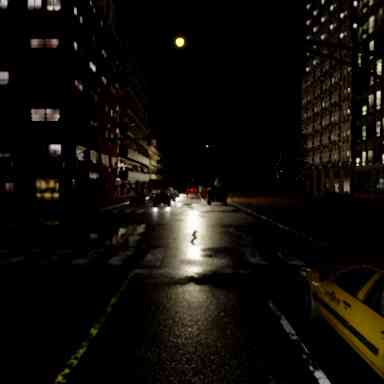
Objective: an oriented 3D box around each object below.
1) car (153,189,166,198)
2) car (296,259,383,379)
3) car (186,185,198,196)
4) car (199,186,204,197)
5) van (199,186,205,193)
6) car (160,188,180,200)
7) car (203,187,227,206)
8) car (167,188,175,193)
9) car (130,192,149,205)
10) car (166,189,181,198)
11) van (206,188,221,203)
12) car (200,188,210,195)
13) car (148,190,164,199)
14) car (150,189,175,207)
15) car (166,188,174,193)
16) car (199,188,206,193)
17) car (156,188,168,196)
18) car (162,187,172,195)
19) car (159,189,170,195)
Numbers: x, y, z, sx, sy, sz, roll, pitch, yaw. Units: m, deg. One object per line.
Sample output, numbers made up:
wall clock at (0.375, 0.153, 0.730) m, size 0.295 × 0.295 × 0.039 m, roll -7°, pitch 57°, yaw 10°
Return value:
car at (-5.697, 0.203, 58.478) m, size 1.887 × 1.381 × 4.507 m, roll 0°, pitch 1°, yaw 0°
car at (2.686, 1.424, 4.144) m, size 1.752 × 1.417 × 4.829 m, roll 0°, pitch 1°, yaw 0°
car at (-0.004, -0.267, 65.170) m, size 2.150 × 2.045 × 5.566 m, roll 0°, pitch 1°, yaw 0°
car at (2.682, -0.026, 58.474) m, size 2.192 × 1.841 × 5.009 m, roll 0°, pitch 1°, yaw 0°
van at (2.681, -0.720, 91.626) m, size 1.690 × 1.788 × 3.998 m, roll 0°, pitch 1°, yaw 0°
car at (-3.091, 0.496, 45.412) m, size 2.033 × 1.411 × 5.357 m, roll 0°, pitch 1°, yaw 0°
car at (2.684, 0.467, 36.374) m, size 2.192 × 1.841 × 5.009 m, roll 0°, pitch 1°, yaw 0°
car at (-5.698, -0.516, 91.630) m, size 1.887 × 1.381 × 4.507 m, roll 0°, pitch 1°, yaw 0°
car at (-5.695, 0.703, 36.378) m, size 2.008 × 1.369 × 4.403 m, roll 0°, pitch 1°, yaw 0°
car at (-3.048, 0.214, 55.602) m, size 2.128 × 1.511 × 4.902 m, roll 0°, pitch 1°, yaw 0°
van at (2.683, 0.368, 41.899) m, size 1.690 × 1.788 × 3.998 m, roll 0°, pitch 1°, yaw 0°
car at (2.683, -0.039, 69.530) m, size 1.887 × 1.381 × 4.507 m, roll 0°, pitch 1°, yaw 0°
car at (-5.696, 0.331, 52.954) m, size 2.008 × 1.369 × 4.403 m, roll 0°, pitch 1°, yaw 0°
car at (-3.124, 0.724, 35.287) m, size 2.033 × 1.411 × 5.357 m, roll 0°, pitch 1°, yaw -4°
car at (-5.698, -0.414, 85.936) m, size 1.752 × 1.417 × 4.829 m, roll 0°, pitch 1°, yaw 0°
car at (2.682, -0.421, 86.276) m, size 1.752 × 1.417 × 4.829 m, roll 0°, pitch 1°, yaw 0°
car at (-5.698, -0.022, 64.002) m, size 1.967 × 1.590 × 4.097 m, roll 0°, pitch 1°, yaw 0°
car at (-5.698, -0.264, 75.053) m, size 1.967 × 1.590 × 4.097 m, roll 0°, pitch 1°, yaw 0°
car at (-5.697, -0.001, 69.531) m, size 1.802 × 1.307 × 4.206 m, roll 0°, pitch 1°, yaw 0°
